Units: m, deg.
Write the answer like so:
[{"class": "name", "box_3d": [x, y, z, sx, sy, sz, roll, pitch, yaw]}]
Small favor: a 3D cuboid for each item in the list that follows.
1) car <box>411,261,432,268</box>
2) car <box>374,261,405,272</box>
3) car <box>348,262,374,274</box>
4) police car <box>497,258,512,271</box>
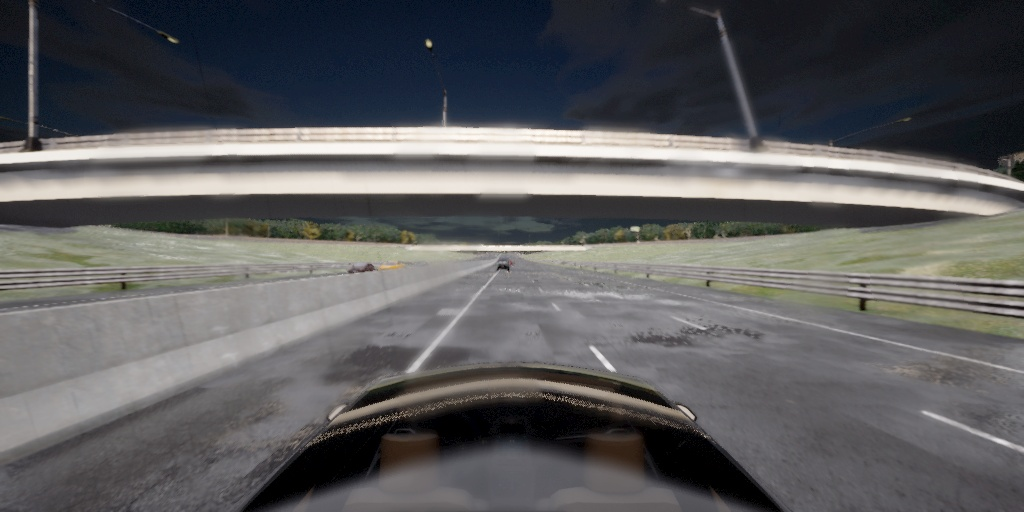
[{"class": "car", "box_3d": [-10.718, 1.401, 42.784, 2.128, 1.511, 4.902, 0, 0, 0]}, {"class": "car", "box_3d": [-14.217, 1.389, 42.721, 1.882, 1.535, 5.008, 0, 0, 0]}, {"class": "car", "box_3d": [-17.715, 1.439, 42.704, 1.812, 1.442, 4.674, 0, 0, 0]}, {"class": "police car", "box_3d": [-1.301, 1.413, 54.115, 1.930, 1.638, 5.238, 0, 0, -1]}]
